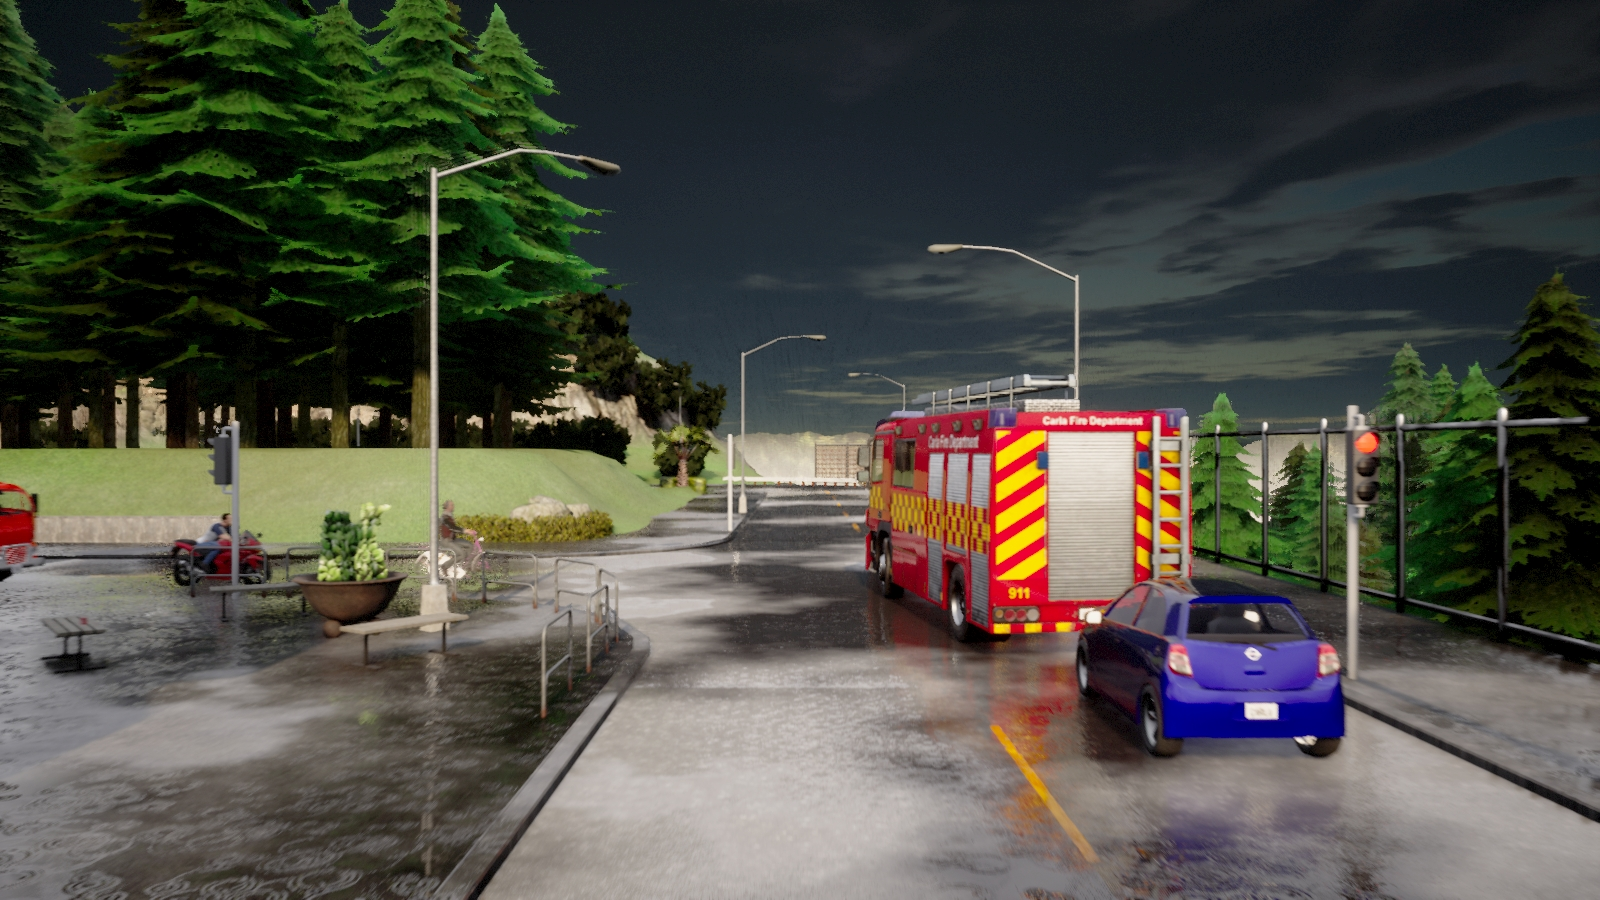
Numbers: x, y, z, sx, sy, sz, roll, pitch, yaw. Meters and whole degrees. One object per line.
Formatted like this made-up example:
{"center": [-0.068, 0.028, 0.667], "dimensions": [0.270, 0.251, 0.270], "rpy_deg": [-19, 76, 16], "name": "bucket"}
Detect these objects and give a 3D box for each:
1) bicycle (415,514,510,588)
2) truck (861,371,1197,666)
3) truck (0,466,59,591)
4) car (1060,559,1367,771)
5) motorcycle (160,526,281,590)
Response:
{"center": [-6.910, 2.060, 23.416], "dimensions": [1.835, 1.471, 0.329], "rpy_deg": [0, 0, -5], "name": "bicycle"}
{"center": [3.269, 0.890, 19.242], "dimensions": [2.891, 3.827, 8.468], "rpy_deg": [0, 0, -8], "name": "truck"}
{"center": [-18.520, 1.564, 23.230], "dimensions": [5.204, 2.467, 2.627], "rpy_deg": [0, 0, 0], "name": "truck"}
{"center": [4.001, 2.038, 11.734], "dimensions": [1.845, 1.501, 3.633], "rpy_deg": [0, 0, 0], "name": "car"}
{"center": [-11.755, 2.185, 23.213], "dimensions": [2.033, 1.199, 0.803], "rpy_deg": [1, 0, 0], "name": "motorcycle"}
